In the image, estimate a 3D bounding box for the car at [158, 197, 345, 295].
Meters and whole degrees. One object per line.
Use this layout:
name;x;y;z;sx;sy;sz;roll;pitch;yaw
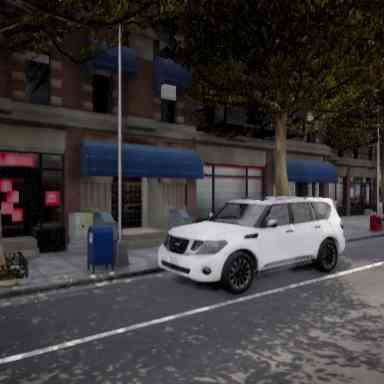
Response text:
car;1.841;1.173;8.932;5.566;2.045;2.435;0;0;-36
